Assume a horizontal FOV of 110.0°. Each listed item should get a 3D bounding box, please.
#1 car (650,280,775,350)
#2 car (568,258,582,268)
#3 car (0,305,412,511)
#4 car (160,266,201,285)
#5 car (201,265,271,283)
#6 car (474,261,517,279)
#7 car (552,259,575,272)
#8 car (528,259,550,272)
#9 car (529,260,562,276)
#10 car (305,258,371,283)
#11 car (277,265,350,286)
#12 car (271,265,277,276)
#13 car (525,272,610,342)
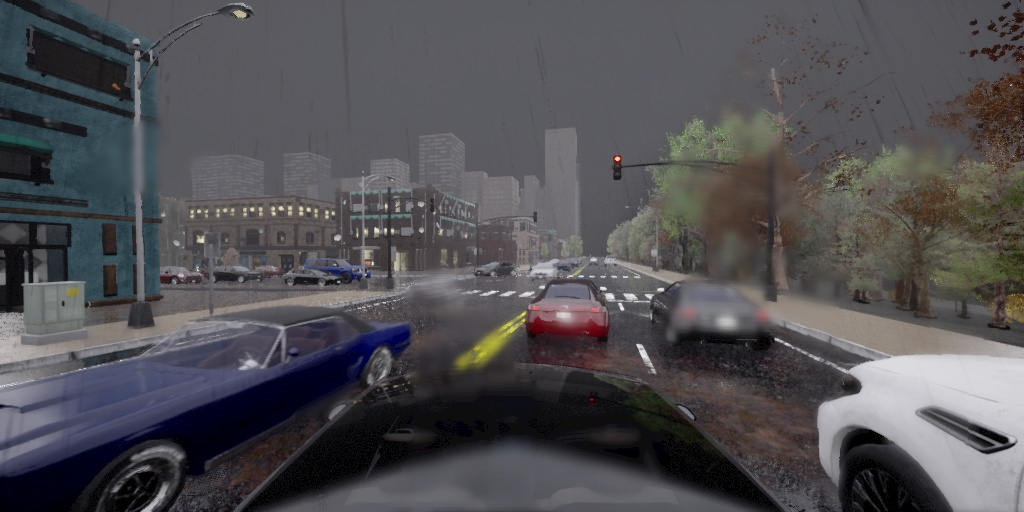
[{"bbox_3d":[4.809,1.312,9.212,1.994,1.385,4.181,0,0,13],"label":"car"},{"bbox_3d":[9.928,1.081,59.345,2.097,1.767,4.553,0,0,14],"label":"car"},{"bbox_3d":[-3.156,1.351,4.247,1.895,1.301,4.718,0,0,13],"label":"car"},{"bbox_3d":[-28.319,1.597,30.207,4.097,1.591,1.967,0,0,13],"label":"car"},{"bbox_3d":[-24.570,1.571,31.971,5.008,1.535,1.882,-1,0,13],"label":"car"},{"bbox_3d":[-1.412,1.254,33.229,1.837,1.490,4.892,2,1,37],"label":"car"},{"bbox_3d":[6.278,1.337,44.035,1.895,1.301,4.718,0,0,13],"label":"car"},{"bbox_3d":[3.590,1.227,46.771,2.128,1.511,4.902,0,0,14],"label":"car"},{"bbox_3d":[2.645,1.269,28.716,1.812,1.442,4.674,0,0,13],"label":"car"},{"bbox_3d":[-14.507,1.196,29.571,5.566,2.045,2.150,-1,0,14],"label":"car"},{"bbox_3d":[-14.849,1.564,26.870,4.313,1.339,1.948,0,0,13],"label":"car"},{"bbox_3d":[-26.378,1.654,38.359,4.207,1.307,1.802,0,0,13],"label":"car"},{"bbox_3d":[1.643,1.312,9.948,1.994,1.385,4.181,0,0,13],"label":"car"}]
